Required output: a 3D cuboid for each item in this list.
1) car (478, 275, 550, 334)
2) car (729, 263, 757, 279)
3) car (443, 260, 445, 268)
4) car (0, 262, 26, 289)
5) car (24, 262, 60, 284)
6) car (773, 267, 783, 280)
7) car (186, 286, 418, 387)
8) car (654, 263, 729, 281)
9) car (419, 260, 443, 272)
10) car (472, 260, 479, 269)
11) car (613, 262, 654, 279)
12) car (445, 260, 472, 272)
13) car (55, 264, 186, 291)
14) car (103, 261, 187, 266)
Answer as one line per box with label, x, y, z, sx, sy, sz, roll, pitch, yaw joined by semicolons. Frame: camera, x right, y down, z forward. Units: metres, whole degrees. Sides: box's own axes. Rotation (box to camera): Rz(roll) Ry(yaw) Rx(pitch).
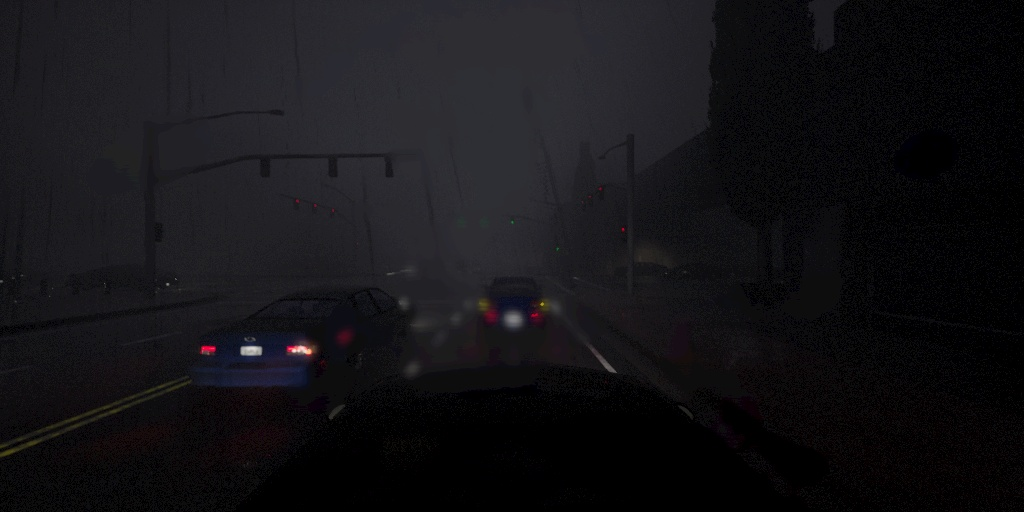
car;0.070;1.294;10.593;1.812;1.442;4.674;0;0;1
car;21.626;1.361;33.242;5.357;1.411;2.033;0;0;0
car;-10.630;1.366;56.484;1.837;1.490;4.892;0;0;1
car;-33.255;1.296;21.664;4.892;1.490;1.837;0;0;0
car;-35.394;1.324;25.160;4.674;1.442;1.812;0;0;0
car;24.027;1.159;29.736;4.553;1.767;2.097;0;0;0
car;-3.448;1.309;7.264;2.033;1.411;5.357;0;0;0
car;14.820;1.312;29.754;4.892;1.490;1.837;0;0;0
car;-10.813;1.320;47.146;1.882;1.535;5.008;0;0;1
car;-7.073;1.344;58.739;1.882;1.535;5.008;0;0;2
car;11.888;1.306;33.259;4.902;1.511;2.128;0;0;0
car;-7.280;1.338;49.197;2.128;1.511;4.902;0;0;1
car;-23.521;1.338;21.712;5.357;1.411;2.033;0;0;0
car;-26.309;1.303;25.198;4.892;1.490;1.837;0;0;0
